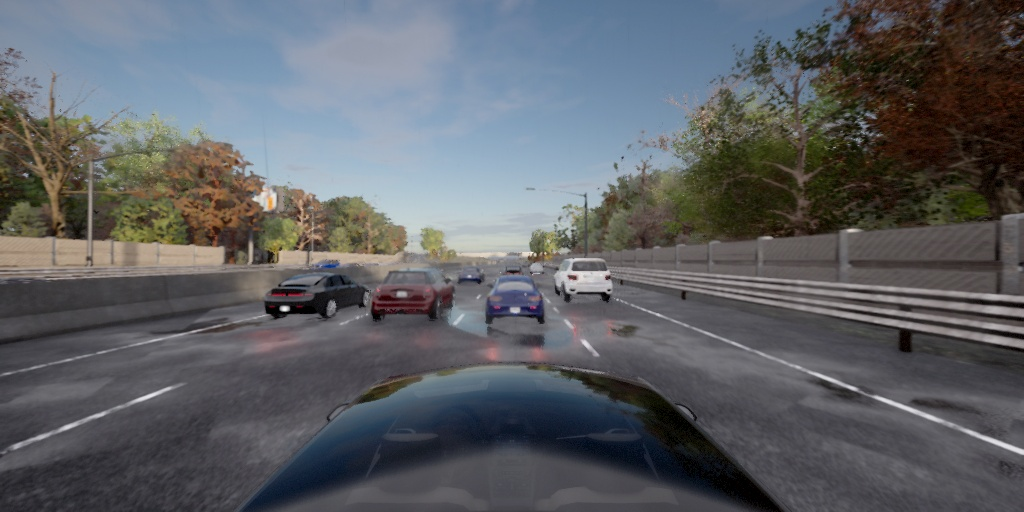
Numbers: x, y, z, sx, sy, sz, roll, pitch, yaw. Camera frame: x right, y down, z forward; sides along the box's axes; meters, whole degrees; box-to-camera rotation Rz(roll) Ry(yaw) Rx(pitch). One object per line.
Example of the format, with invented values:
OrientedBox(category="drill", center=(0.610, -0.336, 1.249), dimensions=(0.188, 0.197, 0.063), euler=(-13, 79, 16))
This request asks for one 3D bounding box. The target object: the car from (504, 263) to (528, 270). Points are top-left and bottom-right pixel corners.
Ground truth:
OrientedBox(category="car", center=(0.089, 1.551, 30.198), dimensions=(1.837, 1.490, 4.892), euler=(0, -1, 0))

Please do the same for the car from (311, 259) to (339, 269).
OrientedBox(category="car", center=(-28.059, 1.526, 54.390), dimensions=(2.150, 2.045, 5.566), euler=(0, -1, 1))

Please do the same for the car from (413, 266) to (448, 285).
OrientedBox(category="car", center=(-6.911, 1.617, 30.874), dimensions=(1.994, 1.385, 4.181), euler=(0, -1, 0))

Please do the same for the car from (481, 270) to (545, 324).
OrientedBox(category="car", center=(0.094, 1.386, 12.442), dimensions=(1.812, 1.442, 4.674), euler=(0, -1, 0))

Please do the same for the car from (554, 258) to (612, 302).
OrientedBox(category="car", center=(3.491, 1.142, 18.431), dimensions=(2.150, 2.045, 5.566), euler=(0, -1, 0))

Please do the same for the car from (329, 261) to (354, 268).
OrientedBox(category="car", center=(-24.570, 1.844, 53.644), dimensions=(2.033, 1.411, 5.357), euler=(0, -1, 1))

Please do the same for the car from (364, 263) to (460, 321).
OrientedBox(category="car", center=(-3.406, 1.221, 13.231), dimensions=(2.097, 1.767, 4.553), euler=(0, -1, 0))

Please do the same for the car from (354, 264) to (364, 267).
OrientedBox(category="car", center=(-21.075, 1.845, 53.663), dimensions=(2.033, 1.411, 5.357), euler=(0, -1, 1))

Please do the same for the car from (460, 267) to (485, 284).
OrientedBox(category="car", center=(-3.411, 1.616, 30.715), dimensions=(1.994, 1.385, 4.181), euler=(0, -1, 0))

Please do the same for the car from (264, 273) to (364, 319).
OrientedBox(category="car", center=(-6.905, 1.374, 13.319), dimensions=(1.837, 1.490, 4.892), euler=(0, -1, 0))

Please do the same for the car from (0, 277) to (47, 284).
OrientedBox(category="car", center=(-17.604, 1.420, 12.146), dimensions=(1.994, 1.385, 4.181), euler=(0, -1, 0))

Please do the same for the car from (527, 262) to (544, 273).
OrientedBox(category="car", center=(3.475, 1.796, 51.041), dimensions=(1.812, 1.442, 4.674), euler=(0, -1, 0))
